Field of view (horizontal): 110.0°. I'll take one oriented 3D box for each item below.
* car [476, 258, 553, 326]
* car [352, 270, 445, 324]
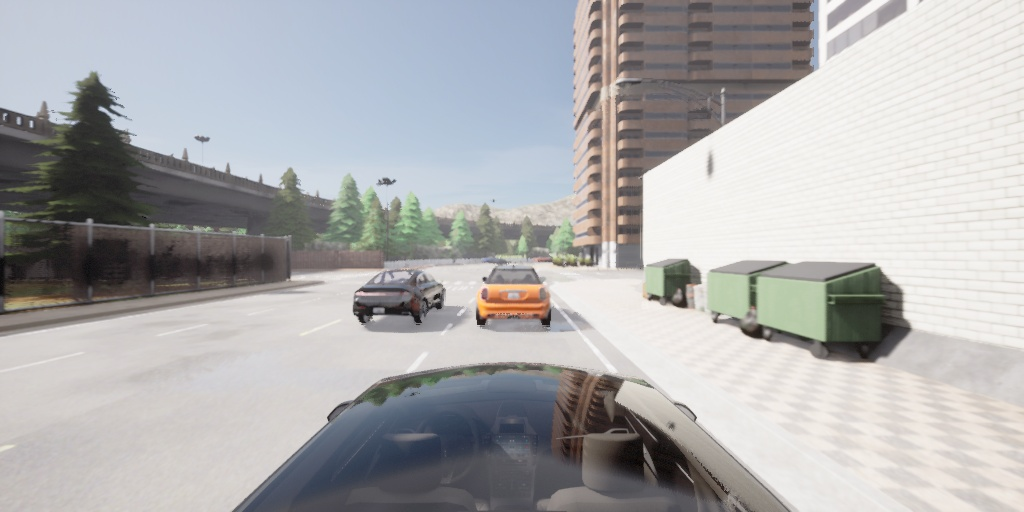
[{"bbox_3d":[0.058,1.062,11.647,2.097,1.767,4.553,0,0,0],"label":"car"},{"bbox_3d":[-3.441,1.200,11.740,2.128,1.511,4.902,0,0,0],"label":"car"}]
